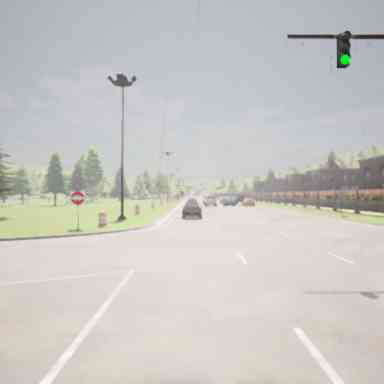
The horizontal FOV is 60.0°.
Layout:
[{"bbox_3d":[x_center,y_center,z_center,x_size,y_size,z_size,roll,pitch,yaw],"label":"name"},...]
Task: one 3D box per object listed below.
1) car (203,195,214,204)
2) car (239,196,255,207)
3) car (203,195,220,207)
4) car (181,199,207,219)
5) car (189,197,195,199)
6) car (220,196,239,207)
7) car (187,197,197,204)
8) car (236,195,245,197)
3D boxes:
[{"bbox_3d":[3.524,1.573,72.698,2.150,2.045,5.566,0,0,0],"label":"car"},{"bbox_3d":[10.521,1.918,62.243,1.882,1.535,5.008,0,0,0],"label":"car"},{"bbox_3d":[3.521,1.663,62.277,2.150,2.045,5.566,0,0,0],"label":"car"},{"bbox_3d":[0.011,1.717,31.634,2.128,1.511,4.902,0,0,0],"label":"car"},{"bbox_3d":[0.021,1.933,62.246,2.128,1.511,4.902,0,0,0],"label":"car"},{"bbox_3d":[7.021,2.008,62.660,1.994,1.385,4.181,0,0,0],"label":"car"},{"bbox_3d":[0.024,1.887,72.666,2.033,1.411,5.357,0,0,0],"label":"car"},{"bbox_3d":[10.524,1.572,72.695,2.150,2.045,5.566,0,0,0],"label":"car"}]
